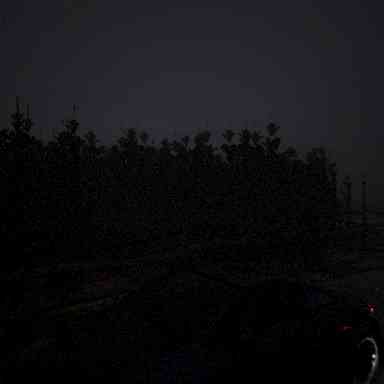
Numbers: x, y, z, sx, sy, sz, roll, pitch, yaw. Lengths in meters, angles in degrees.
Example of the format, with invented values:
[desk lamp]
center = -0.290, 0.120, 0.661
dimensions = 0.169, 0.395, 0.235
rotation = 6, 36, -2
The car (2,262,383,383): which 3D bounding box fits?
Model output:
[car]
center = 0.268, 1.564, 3.673
dimensions = 4.181, 1.385, 1.994
rotation = 0, 0, -35
